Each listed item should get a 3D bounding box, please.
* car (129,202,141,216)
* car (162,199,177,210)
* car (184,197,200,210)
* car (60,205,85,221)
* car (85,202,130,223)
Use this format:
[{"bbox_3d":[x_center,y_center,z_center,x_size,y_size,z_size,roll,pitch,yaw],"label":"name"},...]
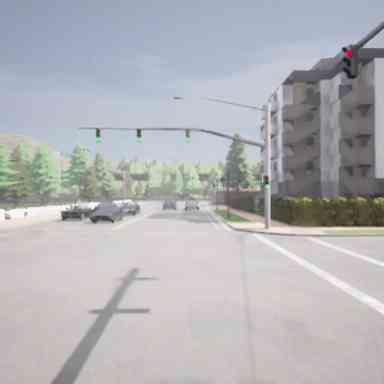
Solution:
[{"bbox_3d":[-7.074,1.900,38.204,2.128,1.511,4.902,0,-1,0],"label":"car"},{"bbox_3d":[-3.496,1.914,52.525,2.097,1.767,4.553,0,-1,0],"label":"car"},{"bbox_3d":[0.004,1.784,52.600,2.150,2.045,5.566,0,-1,0],"label":"car"},{"bbox_3d":[-10.570,1.934,31.139,1.895,1.301,4.718,0,-1,0],"label":"car"},{"bbox_3d":[-7.081,1.854,28.554,2.033,1.411,5.357,0,-1,0],"label":"car"}]
